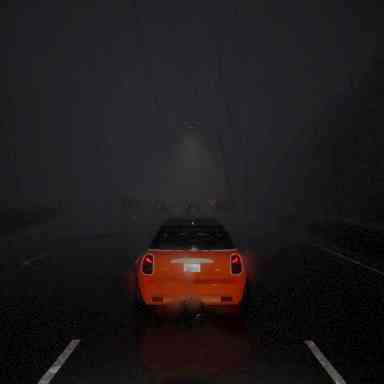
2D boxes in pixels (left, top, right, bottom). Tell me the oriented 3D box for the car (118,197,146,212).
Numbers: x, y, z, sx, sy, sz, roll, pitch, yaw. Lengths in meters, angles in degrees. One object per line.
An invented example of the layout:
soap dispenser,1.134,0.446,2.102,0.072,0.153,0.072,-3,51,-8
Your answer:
car,-6.991,1.352,38.148,2.097,1.767,4.553,0,0,0

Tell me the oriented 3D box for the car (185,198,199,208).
car,0.012,1.601,48.287,1.895,1.301,4.718,0,0,0

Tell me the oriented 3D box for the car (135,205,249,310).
car,0.002,1.352,7.969,2.097,1.767,4.553,0,0,0

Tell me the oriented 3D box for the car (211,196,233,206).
car,3.509,1.478,37.792,1.882,1.535,5.008,0,0,0

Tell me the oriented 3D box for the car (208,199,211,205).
car,3.512,1.352,48.179,2.097,1.767,4.553,0,0,0

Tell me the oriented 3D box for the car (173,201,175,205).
car,-3.488,1.601,48.258,1.895,1.301,4.718,0,0,0

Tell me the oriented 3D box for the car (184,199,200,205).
car,0.009,1.601,38.239,1.895,1.301,4.718,0,0,0

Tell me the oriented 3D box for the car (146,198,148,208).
car,-6.988,1.564,48.226,1.994,1.385,4.181,0,0,0

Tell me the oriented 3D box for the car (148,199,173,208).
car,-3.491,1.478,37.794,1.882,1.535,5.008,0,0,0
